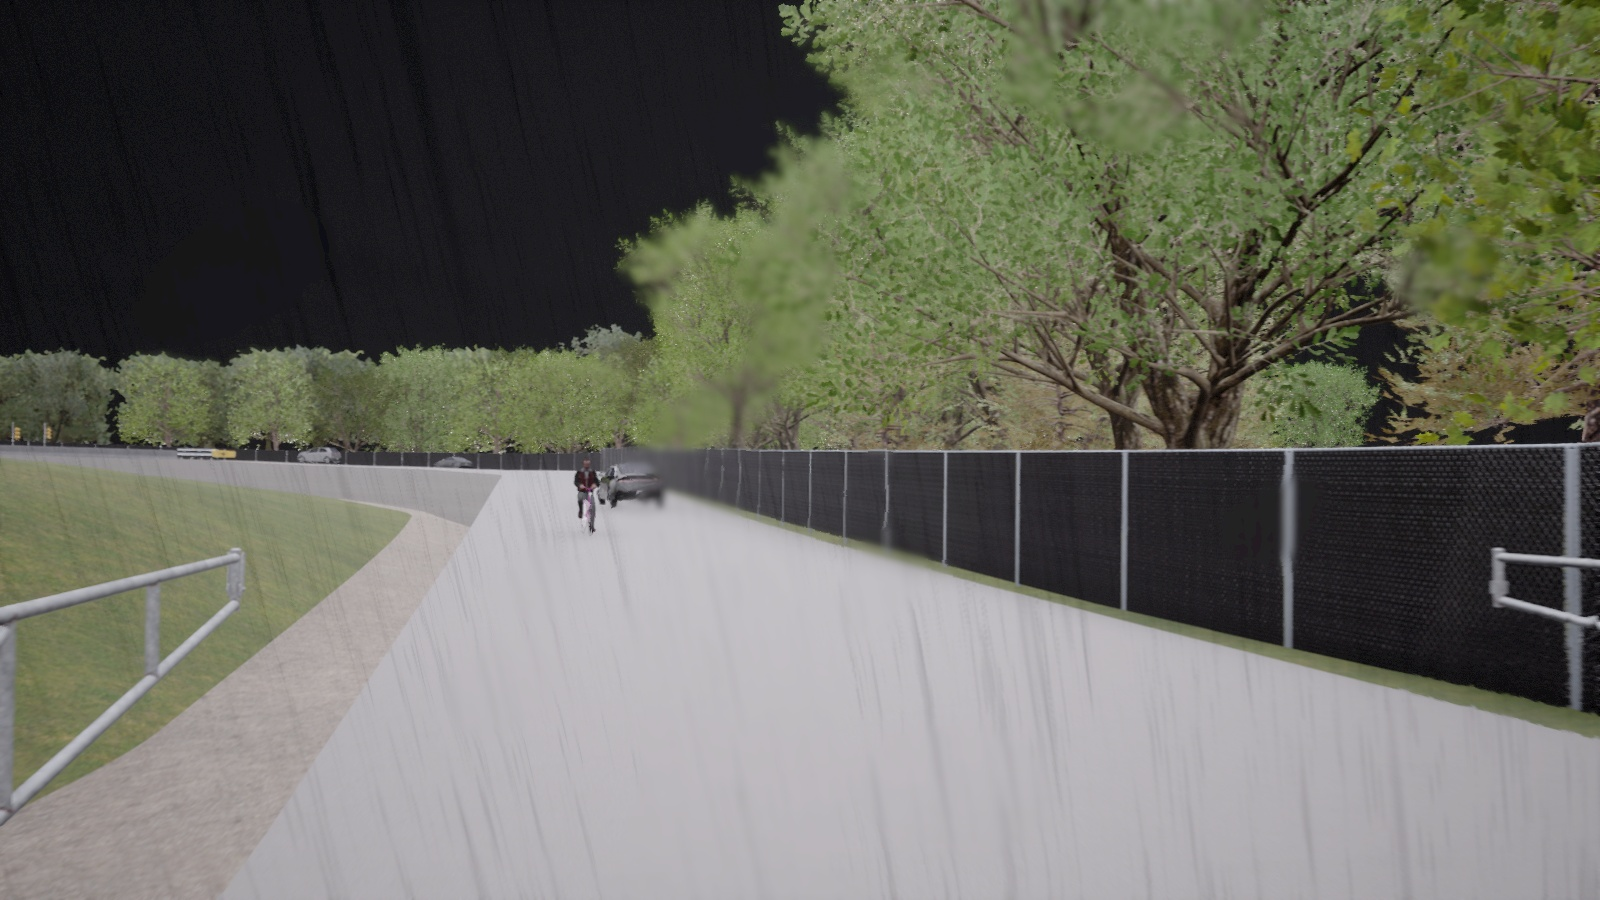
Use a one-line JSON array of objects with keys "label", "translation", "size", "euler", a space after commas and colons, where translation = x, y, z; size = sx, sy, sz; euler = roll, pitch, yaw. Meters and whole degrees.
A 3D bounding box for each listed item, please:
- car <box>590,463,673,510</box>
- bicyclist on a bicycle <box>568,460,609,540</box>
[{"label": "car", "translation": [-5.992, 1.235, 44.121], "size": [2.128, 1.511, 4.902], "euler": [0, 0, -17]}, {"label": "bicyclist on a bicycle", "translation": [-4.864, 1.117, 28.751], "size": [0.659, 1.776, 1.843], "euler": [0, -1, -18]}]
